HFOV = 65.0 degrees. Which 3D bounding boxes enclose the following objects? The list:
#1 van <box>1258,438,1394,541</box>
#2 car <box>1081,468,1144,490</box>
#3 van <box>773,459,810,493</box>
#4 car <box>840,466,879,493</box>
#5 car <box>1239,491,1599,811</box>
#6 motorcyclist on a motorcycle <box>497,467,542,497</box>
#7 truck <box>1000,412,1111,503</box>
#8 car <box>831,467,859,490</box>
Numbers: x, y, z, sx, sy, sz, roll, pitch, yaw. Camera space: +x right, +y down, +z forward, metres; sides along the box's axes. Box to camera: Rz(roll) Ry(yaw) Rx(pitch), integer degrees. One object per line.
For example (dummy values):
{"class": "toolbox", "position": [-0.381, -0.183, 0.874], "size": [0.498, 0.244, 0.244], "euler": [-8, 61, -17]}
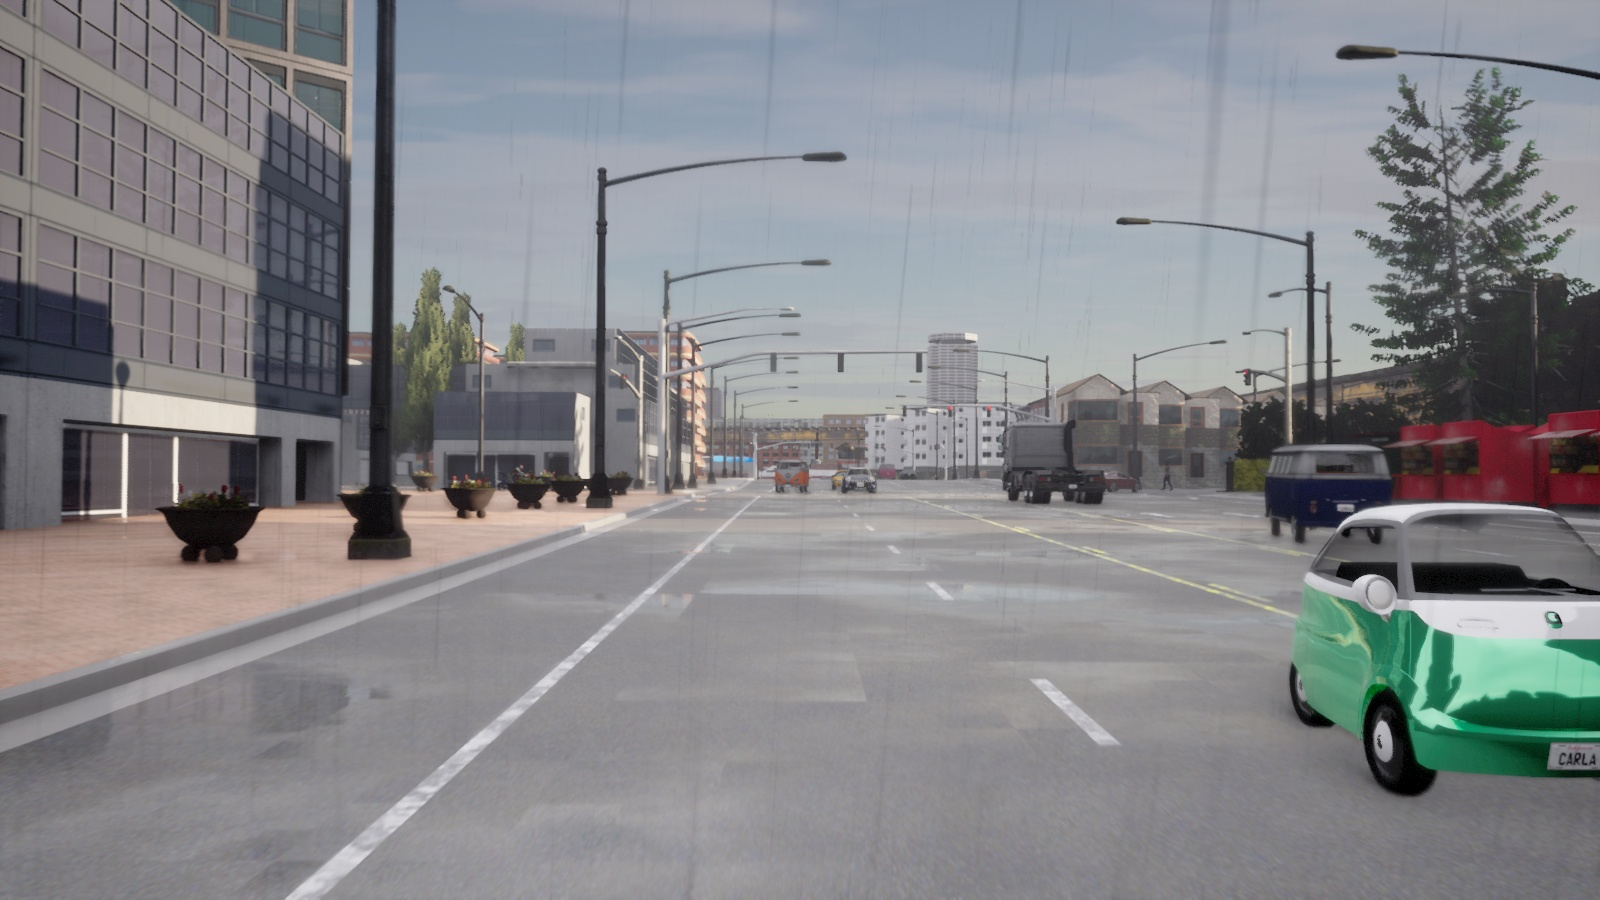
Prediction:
{"class": "van", "position": [11.002, 0.791, 26.565], "size": [1.775, 1.987, 4.442], "euler": [0, -1, 11]}
{"class": "car", "position": [21.163, 1.967, 84.853], "size": [4.674, 1.442, 1.812], "euler": [1, -2, -42]}
{"class": "van", "position": [-0.485, 1.592, 76.533], "size": [1.775, 1.987, 4.442], "euler": [0, -1, 6]}
{"class": "car", "position": [3.330, 1.660, 70.952], "size": [1.970, 1.475, 3.806], "euler": [0, -1, 0]}
{"class": "car", "position": [3.484, 0.933, 6.713], "size": [1.481, 1.376, 2.207], "euler": [0, -1, 0]}
{"class": "motorcyclist on a motorcycle", "position": [-14.605, 1.662, 65.432], "size": [2.191, 1.530, 0.866], "euler": [0, -1, 0]}
{"class": "truck", "position": [10.371, 0.328, 51.817], "size": [2.891, 3.462, 7.936], "euler": [0, -1, 0]}
{"class": "car", "position": [3.281, 2.072, 91.883], "size": [1.801, 1.575, 5.366], "euler": [0, -1, 0]}
